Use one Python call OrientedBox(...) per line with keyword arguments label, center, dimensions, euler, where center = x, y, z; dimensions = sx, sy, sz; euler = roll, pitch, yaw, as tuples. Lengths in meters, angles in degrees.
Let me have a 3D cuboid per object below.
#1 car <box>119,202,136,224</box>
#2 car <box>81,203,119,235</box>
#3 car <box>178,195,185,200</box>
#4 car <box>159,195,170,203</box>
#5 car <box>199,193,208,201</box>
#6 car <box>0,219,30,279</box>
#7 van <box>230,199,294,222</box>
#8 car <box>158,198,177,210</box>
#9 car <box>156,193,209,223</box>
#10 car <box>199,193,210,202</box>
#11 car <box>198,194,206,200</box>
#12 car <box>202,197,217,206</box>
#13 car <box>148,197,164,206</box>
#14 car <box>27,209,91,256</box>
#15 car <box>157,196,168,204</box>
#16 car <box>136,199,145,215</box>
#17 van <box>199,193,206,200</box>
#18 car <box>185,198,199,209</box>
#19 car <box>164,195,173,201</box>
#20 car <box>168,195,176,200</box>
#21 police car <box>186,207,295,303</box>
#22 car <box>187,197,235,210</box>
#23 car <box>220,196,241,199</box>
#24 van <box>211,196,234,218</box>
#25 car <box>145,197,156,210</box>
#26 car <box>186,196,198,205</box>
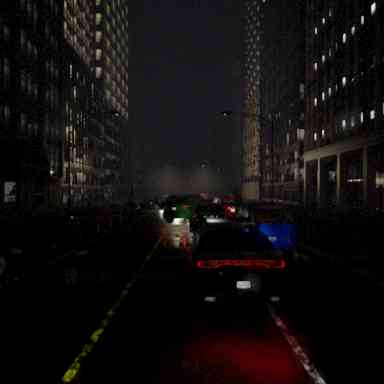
OrientedBox(label="car", center=(-5.679, 1.529, 24.325), dimensions=(2.008, 1.369, 4.403), euler=(-1, 0, 0))
OrientedBox(label="car", center=(-5.683, 1.528, 18.642), dimensions=(1.887, 1.381, 4.507), euler=(-1, 0, 0))
OrientedBox(label="car", center=(-2.923, 1.438, 92.045), dimensions=(1.812, 1.442, 4.674), euler=(0, 0, 0))
OrientedBox(label="car", center=(-5.641, 1.375, 69.794), dimensions=(1.967, 1.590, 4.097), euler=(-1, 0, 0))
OrientedBox(label="car", center=(2.748, 1.239, 81.155), dimensions=(2.192, 1.841, 5.009), euler=(-1, 0, 0))
OrientedBox(label="car", center=(-5.693, 1.544, 7.274), dimensions=(2.008, 1.369, 4.403), euler=(-1, 0, 0))
OrientedBox(label="van", center=(2.691, 1.329, 12.951), dimensions=(1.690, 1.788, 3.998), euler=(-1, 0, 0))
OrientedBox(label="car", center=(-3.040, 1.526, 42.061), dimensions=(1.994, 1.385, 4.181), euler=(0, 0, 0))
OrientedBox(label="car", center=(-0.123, 1.198, 24.684), dimensions=(2.150, 2.045, 5.566), euler=(-1, 0, 24))
OrientedBox(label="car", center=(2.743, 1.245, 75.471), dimensions=(2.192, 1.841, 5.009), euler=(-1, 0, 0))
OrientedBox(label="car", center=(2.759, 1.352, 92.522), dimensions=(1.967, 1.590, 4.097), euler=(-1, 0, 0))
OrientedBox(label="car", center=(2.726, 1.502, 52.736), dimensions=(2.008, 1.369, 4.403), euler=(-1, 0, 0))
OrientedBox(label="car", center=(-5.654, 1.502, 52.743), dimensions=(2.008, 1.369, 4.403), euler=(-1, 0, 0))
OrientedBox(label="car", center=(-5.688, 1.554, 12.958), dimensions=(1.947, 1.339, 4.313), euler=(-1, 0, 0))
OrientedBox(label="car", center=(-5.645, 1.523, 64.111), dimensions=(1.802, 1.307, 4.206), euler=(-1, 0, 0))
OrientedBox(label="car", center=(-5.673, 1.555, 30.009), dimensions=(1.802, 1.307, 4.206), euler=(-1, 0, 0))
OrientedBox(label="van", center=(2.753, 1.259, 86.838), dimensions=(1.690, 1.788, 3.998), euler=(-1, 0, 0))
OrientedBox(label="car", center=(0.055, 1.559, 46.021), dimensions=(1.895, 1.301, 4.718), euler=(0, 0, 1))
OrientedBox(label="car", center=(-5.631, 1.449, 80.992), dimensions=(1.752, 1.417, 4.829), euler=(-1, 0, 0))
OrientedBox(label="car", center=(-5.621, 1.478, 92.529), dimensions=(1.947, 1.339, 4.313), euler=(-1, 0, 0))
OrientedBox(label="police car", center=(0.905, 1.418, 8.409), dimensions=(1.930, 1.638, 5.238), euler=(0, 0, 0))
OrientedBox(label="car", center=(0.913, 1.334, 18.269), dimensions=(2.097, 1.767, 4.553), euler=(0, 0, 0))
OrientedBox(label="car", center=(2.700, 1.293, 24.318), dimensions=(2.192, 1.841, 5.009), euler=(-1, 0, 0))
OrientedBox(label="van", center=(2.705, 1.314, 30.002), dimensions=(1.690, 1.788, 3.998), euler=(-1, 0, 0))
OrientedBox(label="car", center=(-5.664, 1.513, 41.376), dimensions=(2.008, 1.369, 4.403), euler=(-1, 0, 0))
OrientedBox(label="car", center=(0.049, 1.437, 59.310), dimensions=(2.128, 1.511, 4.902), euler=(0, 0, 0))
